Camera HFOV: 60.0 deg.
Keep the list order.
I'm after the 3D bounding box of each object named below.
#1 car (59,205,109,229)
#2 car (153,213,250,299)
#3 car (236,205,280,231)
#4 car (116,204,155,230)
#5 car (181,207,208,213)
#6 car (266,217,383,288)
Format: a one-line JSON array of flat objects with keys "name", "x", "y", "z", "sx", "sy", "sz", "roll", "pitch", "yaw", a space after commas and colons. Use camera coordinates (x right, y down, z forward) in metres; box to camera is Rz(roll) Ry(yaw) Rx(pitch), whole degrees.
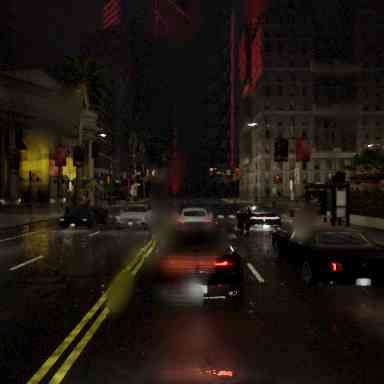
[{"name": "car", "x": -6.973, "y": 1.547, "z": 22.127, "sx": 2.033, "sy": 1.411, "sz": 5.357, "roll": 0, "pitch": 0, "yaw": 0}, {"name": "car", "x": 0.122, "y": 1.504, "z": 8.398, "sx": 1.837, "sy": 1.490, "sz": 4.892, "roll": 0, "pitch": 0, "yaw": 0}, {"name": "car", "x": 3.627, "y": 1.491, "z": 18.664, "sx": 2.128, "sy": 1.511, "sz": 4.902, "roll": 0, "pitch": 0, "yaw": 0}, {"name": "car", "x": -3.484, "y": 1.525, "z": 21.237, "sx": 1.812, "sy": 1.442, "sz": 4.674, "roll": 0, "pitch": 0, "yaw": 1}, {"name": "car", "x": 0.122, "y": 1.524, "z": 17.498, "sx": 1.812, "sy": 1.442, "sz": 4.674, "roll": 0, "pitch": 0, "yaw": 0}, {"name": "car", "x": 3.616, "y": 1.600, "z": 9.215, "sx": 1.895, "sy": 1.301, "sz": 4.718, "roll": 0, "pitch": 0, "yaw": 0}]
